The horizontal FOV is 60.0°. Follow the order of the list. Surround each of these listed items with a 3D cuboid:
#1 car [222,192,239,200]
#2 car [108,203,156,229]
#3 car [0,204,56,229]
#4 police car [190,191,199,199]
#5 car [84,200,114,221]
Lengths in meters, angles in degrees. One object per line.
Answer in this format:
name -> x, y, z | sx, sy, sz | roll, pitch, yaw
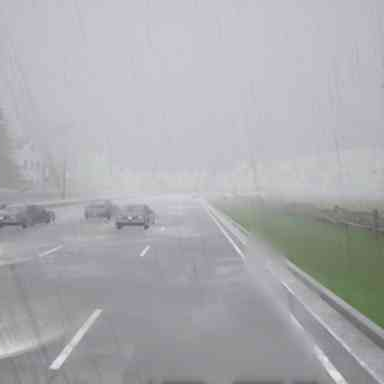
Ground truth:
car -> 8.918, 0.903, 76.815 | 3.866, 1.878, 1.905 | 0, 0, 0
car -> -3.401, 1.463, 20.723 | 2.033, 1.411, 5.357 | 0, 0, 0
car -> -10.400, 1.462, 20.734 | 2.033, 1.411, 5.357 | 0, 0, 0
police car -> 1.046, 1.049, 92.921 | 1.930, 1.638, 5.238 | 0, 0, 0
car -> -6.901, 1.385, 26.028 | 2.128, 1.511, 4.902 | 0, 0, 0
